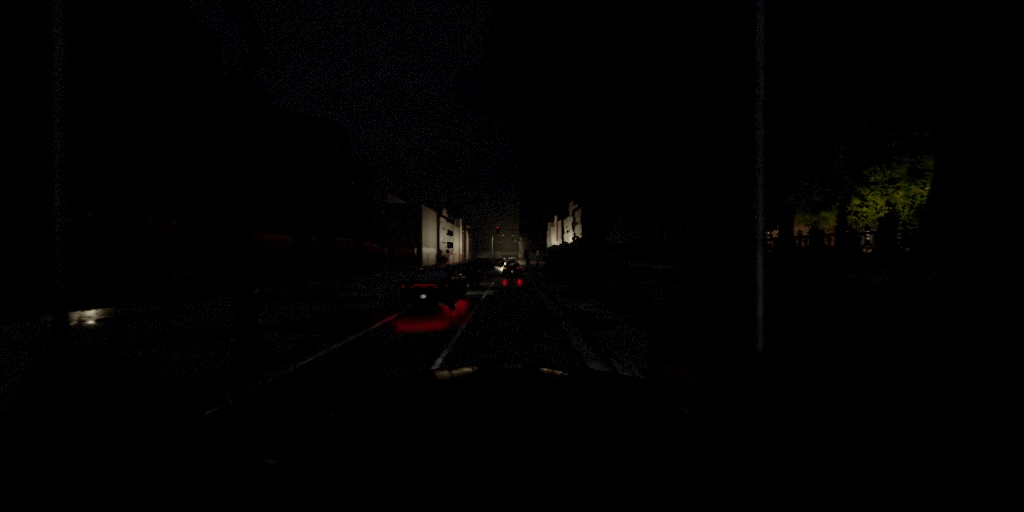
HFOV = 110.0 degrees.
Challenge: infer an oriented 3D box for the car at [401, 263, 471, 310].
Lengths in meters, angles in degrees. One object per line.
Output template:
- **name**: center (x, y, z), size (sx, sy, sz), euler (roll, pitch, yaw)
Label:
- **car**: center (-3.017, 1.216, 14.691), size (1.882, 1.535, 5.008), euler (0, 0, 0)

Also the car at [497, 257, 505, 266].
- **car**: center (-2.646, 1.237, 61.459), size (1.751, 1.417, 4.829), euler (0, 0, 0)

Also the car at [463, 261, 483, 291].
- **car**: center (-3.023, 1.237, 21.691), size (1.837, 1.490, 4.892), euler (0, 0, 0)

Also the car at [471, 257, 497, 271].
- **car**: center (-4.887, 1.072, 49.680), size (4.553, 1.767, 2.097), euler (0, 0, 20)

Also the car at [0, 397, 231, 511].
- **car**: center (-2.638, 1.333, 0.643), size (1.802, 1.307, 4.207), euler (0, 0, 0)

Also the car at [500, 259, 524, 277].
- **car**: center (0.046, 1.250, 35.280), size (1.812, 1.442, 4.674), euler (0, 0, 1)
